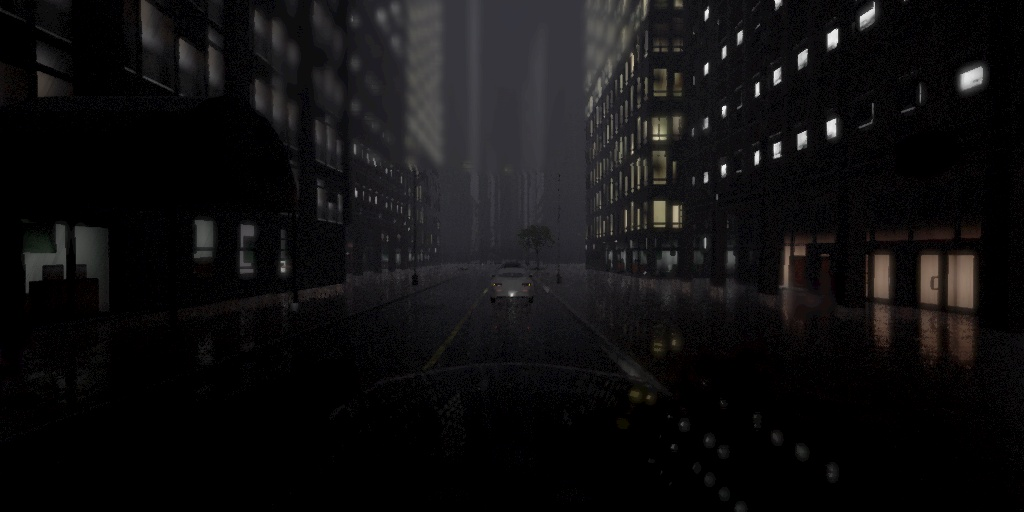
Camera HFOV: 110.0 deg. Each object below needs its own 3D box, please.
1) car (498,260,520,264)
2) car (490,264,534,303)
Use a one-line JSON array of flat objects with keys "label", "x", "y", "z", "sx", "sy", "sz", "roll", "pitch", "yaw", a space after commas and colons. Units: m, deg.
[{"label": "car", "x": 0.000, "y": 1.270, "z": 31.502, "sx": 1.837, "sy": 1.490, "sz": 4.892, "roll": 0, "pitch": 0, "yaw": 0}, {"label": "car", "x": 0.000, "y": 1.282, "z": 16.502, "sx": 1.812, "sy": 1.442, "sz": 4.674, "roll": 0, "pitch": 0, "yaw": 0}]
